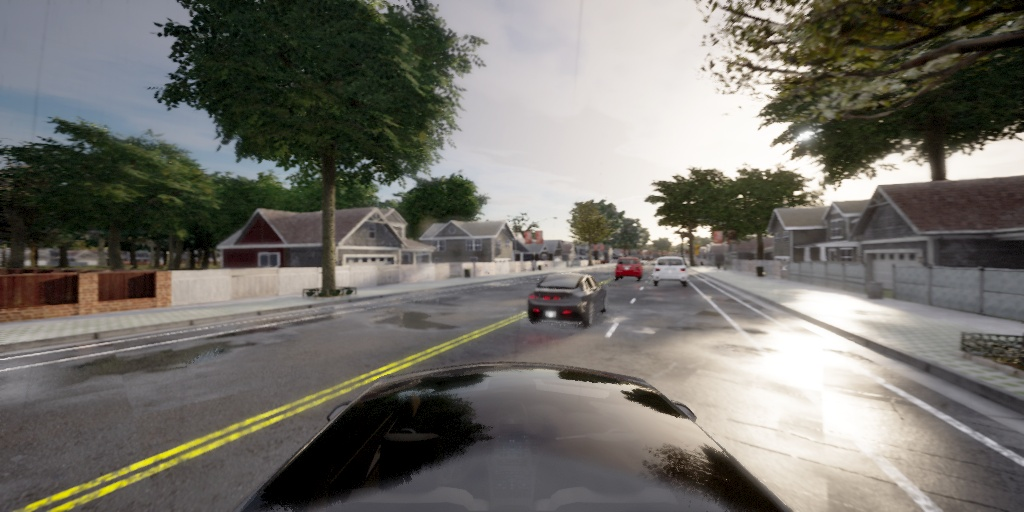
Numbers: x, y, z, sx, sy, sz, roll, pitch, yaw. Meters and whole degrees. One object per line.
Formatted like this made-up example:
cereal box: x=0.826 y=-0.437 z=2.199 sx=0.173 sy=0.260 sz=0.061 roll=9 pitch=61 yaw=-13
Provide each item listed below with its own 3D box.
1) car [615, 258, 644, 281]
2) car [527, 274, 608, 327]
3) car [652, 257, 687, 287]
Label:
car: x=10.670 y=1.161 z=32.560 sx=2.150 sy=2.045 sz=5.566 roll=0 pitch=0 yaw=22
car: x=2.007 y=1.328 z=12.045 sx=1.837 sy=1.490 sz=4.892 roll=0 pitch=0 yaw=23
car: x=11.661 y=1.109 z=26.545 sx=2.150 sy=2.045 sz=5.566 roll=0 pitch=0 yaw=23
